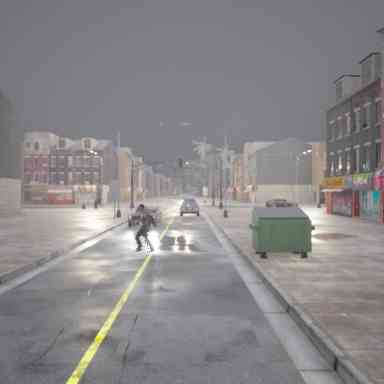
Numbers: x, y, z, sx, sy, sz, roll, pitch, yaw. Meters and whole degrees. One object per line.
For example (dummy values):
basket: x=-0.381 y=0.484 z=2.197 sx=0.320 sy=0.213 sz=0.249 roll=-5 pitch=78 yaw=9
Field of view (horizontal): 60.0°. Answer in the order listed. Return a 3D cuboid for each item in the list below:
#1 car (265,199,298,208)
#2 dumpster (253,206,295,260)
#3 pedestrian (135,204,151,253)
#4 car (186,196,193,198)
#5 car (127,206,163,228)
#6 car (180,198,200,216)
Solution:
car: x=11.949 y=1.535 z=44.502 sx=4.313 sy=1.339 sz=1.947 roll=0 pitch=0 yaw=0
dumpster: x=2.899 y=1.397 z=12.009 sx=1.020 sy=1.700 sz=1.940 roll=0 pitch=0 yaw=-1
pedestrian: x=-1.797 y=1.293 z=12.143 sx=0.375 sy=1.860 sz=0.375 roll=0 pitch=0 yaw=-11
car: x=-0.452 y=1.518 z=60.396 sx=1.882 sy=1.535 sz=5.008 roll=0 pitch=0 yaw=0
car: x=-3.042 y=1.605 z=22.260 sx=1.895 sy=1.301 sz=4.718 roll=0 pitch=0 yaw=0
car: x=-0.210 y=1.557 z=32.273 sx=2.033 sy=1.411 sz=5.357 roll=0 pitch=0 yaw=0
